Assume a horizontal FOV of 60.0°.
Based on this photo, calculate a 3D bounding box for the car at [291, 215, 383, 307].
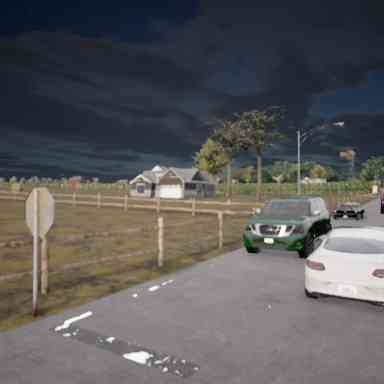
[{"bbox_3d":[3.911,1.503,7.679,1.812,1.442,4.674,0,0,32],"label":"car"}]

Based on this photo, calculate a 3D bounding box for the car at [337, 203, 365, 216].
[{"bbox_3d":[12.739,1.545,26.914,1.895,1.301,4.718,0,0,33],"label":"car"}]

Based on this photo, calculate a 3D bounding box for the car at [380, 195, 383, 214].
[{"bbox_3d":[20.394,1.121,33.607,2.150,2.045,5.566,0,0,34],"label":"car"}]

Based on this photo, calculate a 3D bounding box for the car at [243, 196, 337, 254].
[{"bbox_3d":[3.945,1.206,13.065,2.150,2.045,5.566,0,0,32],"label":"car"}]
